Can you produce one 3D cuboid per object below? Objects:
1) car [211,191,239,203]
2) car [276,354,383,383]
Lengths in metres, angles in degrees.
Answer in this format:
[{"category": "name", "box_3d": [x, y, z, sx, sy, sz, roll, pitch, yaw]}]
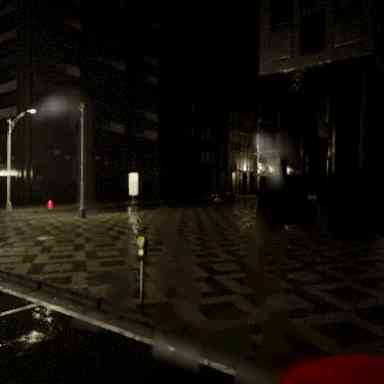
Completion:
[{"category": "car", "box_3d": [4.311, 0.628, 42.545, 2.128, 1.511, 4.902, 1, 1, 35]}, {"category": "car", "box_3d": [2.422, 1.559, 1.261, 4.507, 1.381, 1.887, 1, 1, 35]}]
